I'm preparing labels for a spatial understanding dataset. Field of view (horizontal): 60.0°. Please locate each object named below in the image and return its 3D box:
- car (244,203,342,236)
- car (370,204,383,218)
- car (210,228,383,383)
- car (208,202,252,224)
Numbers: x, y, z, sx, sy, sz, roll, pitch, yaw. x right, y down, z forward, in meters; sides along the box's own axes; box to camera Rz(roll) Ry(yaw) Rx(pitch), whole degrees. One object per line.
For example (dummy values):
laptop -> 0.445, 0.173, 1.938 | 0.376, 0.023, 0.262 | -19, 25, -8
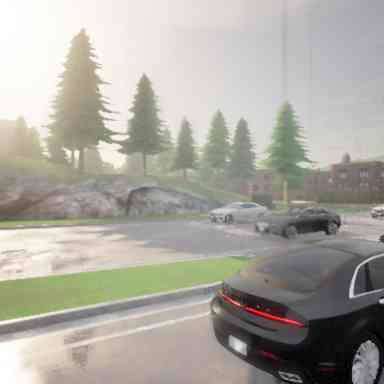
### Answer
car -> 5.299, 1.423, 16.487 | 4.902, 1.511, 2.128 | 0, 0, -30
car -> 16.661, 1.438, 27.244 | 4.674, 1.442, 1.812 | 0, 0, -31
car -> 2.549, 1.485, 5.088 | 4.892, 1.490, 1.837 | 0, 0, -33
car -> 3.341, 1.416, 23.458 | 4.674, 1.442, 1.812 | 0, 0, -31
